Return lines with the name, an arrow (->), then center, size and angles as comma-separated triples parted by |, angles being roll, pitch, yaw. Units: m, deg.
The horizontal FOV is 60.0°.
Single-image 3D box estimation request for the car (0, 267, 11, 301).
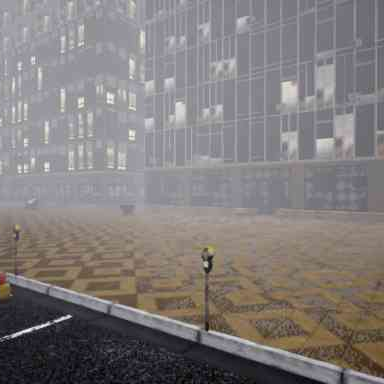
car -> -5.589, 1.526, 6.827 | 4.829, 1.417, 1.752 | 0, 0, 35
